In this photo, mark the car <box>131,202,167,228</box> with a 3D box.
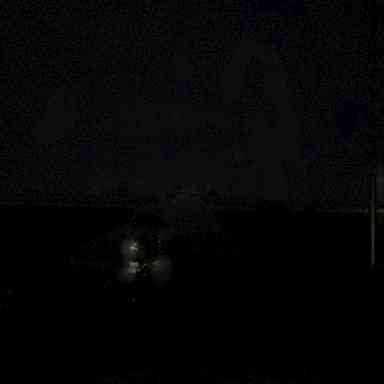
[{"bbox_3d":[-2.727,1.440,22.057,1.882,1.535,5.008,0,0,0],"label":"car"}]

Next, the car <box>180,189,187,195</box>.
[{"bbox_3d":[-2.293,-0.042,95.077,1.882,1.535,5.008,0,2,0],"label":"car"}]

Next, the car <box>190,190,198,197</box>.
[{"bbox_3d":[0.423,0.535,87.964,1.812,1.442,4.674,0,1,0],"label":"car"}]
